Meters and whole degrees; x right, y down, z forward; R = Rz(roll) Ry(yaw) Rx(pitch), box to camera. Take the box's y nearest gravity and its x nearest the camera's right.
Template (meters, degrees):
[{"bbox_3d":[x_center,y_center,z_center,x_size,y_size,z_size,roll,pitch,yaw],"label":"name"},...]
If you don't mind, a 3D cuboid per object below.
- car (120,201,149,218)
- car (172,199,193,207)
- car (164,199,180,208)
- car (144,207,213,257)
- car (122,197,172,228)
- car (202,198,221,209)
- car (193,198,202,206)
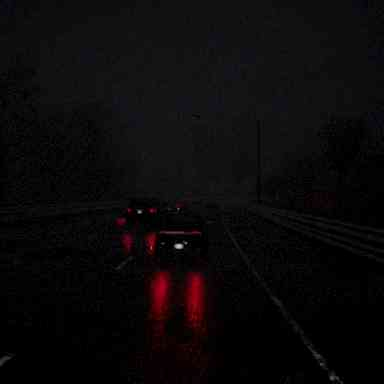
[{"bbox_3d":[-5.773,1.742,33.935,1.812,1.442,4.674,0,0,5],"label":"car"},{"bbox_3d":[-1.414,1.805,43.119,1.837,1.490,4.892,0,0,6],"label":"car"},{"bbox_3d":[-3.383,1.906,57.612,1.837,1.490,4.892,0,0,7],"label":"car"},{"bbox_3d":[-0.279,1.581,13.350,2.128,1.511,4.902,0,0,4],"label":"car"},{"bbox_3d":[-3.101,1.373,23.694,2.150,2.045,5.566,0,0,4],"label":"car"},{"bbox_3d":[3.067,1.944,52.270,1.994,1.385,4.181,0,0,6],"label":"car"},{"bbox_3d":[1.049,1.949,65.085,1.882,1.535,5.008,0,0,7],"label":"car"}]
